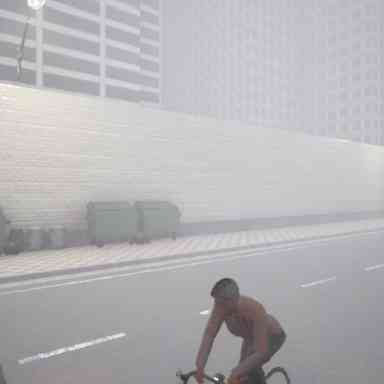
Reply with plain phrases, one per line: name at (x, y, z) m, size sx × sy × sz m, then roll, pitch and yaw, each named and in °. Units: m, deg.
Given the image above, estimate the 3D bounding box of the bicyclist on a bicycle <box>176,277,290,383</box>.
bicyclist on a bicycle at (0.374, 1.451, 2.562) m, size 0.582 × 1.620 × 1.656 m, roll 0°, pitch 2°, yaw 42°

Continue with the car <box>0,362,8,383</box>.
car at (-3.770, 1.547, 1.343) m, size 5.357 × 1.411 × 2.033 m, roll 0°, pitch 0°, yaw -37°
